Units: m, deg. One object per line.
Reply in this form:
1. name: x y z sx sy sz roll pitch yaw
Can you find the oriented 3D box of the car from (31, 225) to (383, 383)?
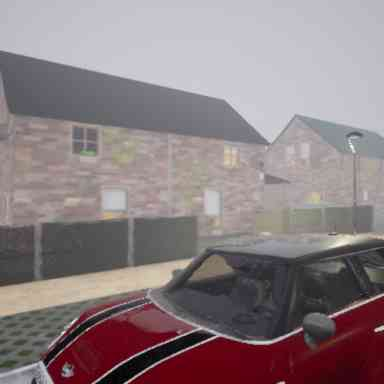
1. car: 0.761 1.338 3.615 4.553 1.767 2.097 0 0 -35
